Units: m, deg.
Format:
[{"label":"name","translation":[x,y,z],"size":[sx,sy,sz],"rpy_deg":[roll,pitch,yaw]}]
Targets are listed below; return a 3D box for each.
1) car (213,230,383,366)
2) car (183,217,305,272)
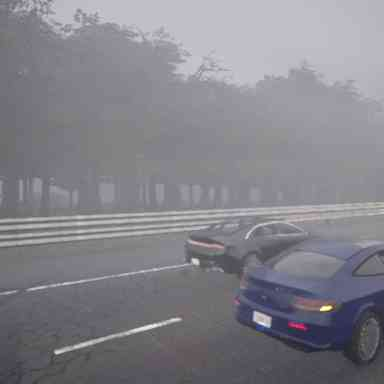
[{"label":"car","translation":[2.795,1.510,5.744],"size":[4.674,1.442,1.812],"rpy_deg":[0,0,-36]},{"label":"car","translation":[2.052,1.472,9.511],"size":[4.902,1.511,2.128],"rpy_deg":[0,0,-35]}]
